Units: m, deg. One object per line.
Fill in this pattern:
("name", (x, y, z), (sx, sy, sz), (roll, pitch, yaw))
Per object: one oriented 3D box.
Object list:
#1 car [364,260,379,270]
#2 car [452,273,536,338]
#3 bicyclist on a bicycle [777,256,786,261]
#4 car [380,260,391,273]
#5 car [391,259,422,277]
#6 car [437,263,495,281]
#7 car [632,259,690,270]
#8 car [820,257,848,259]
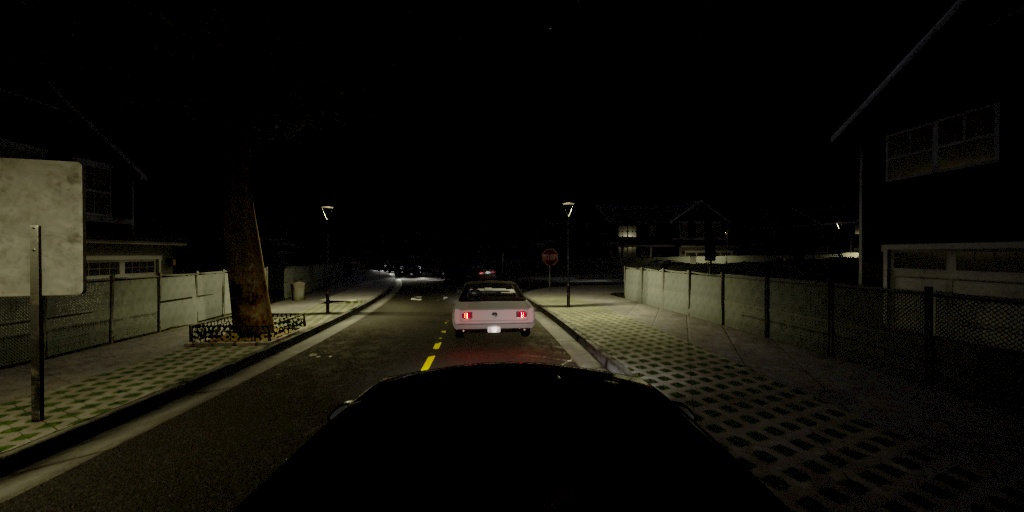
("car", (-19.571, 1.326, 51.721), (1.895, 1.301, 4.718), (0, 0, -36))
("car", (-0.617, 1.347, 10.194), (1.895, 1.301, 4.718), (0, 0, -6))
("bicyclist on a bicycle", (16.596, 0.799, 22.060), (0.582, 1.620, 1.656), (-1, 0, -9))
("car", (-14.176, 1.224, 43.203), (1.837, 1.490, 4.892), (0, 0, -29))
("car", (-10.159, 1.075, 34.980), (2.097, 1.767, 4.553), (0, 0, -24))
("car", (-3.559, 1.269, 27.892), (5.357, 1.411, 2.033), (0, 1, 43))
("car", (11.084, 1.009, 27.184), (4.902, 1.511, 2.128), (-1, 0, -9))
("car", (26.639, 0.791, 29.830), (5.008, 1.535, 1.882), (-1, 1, -12))
